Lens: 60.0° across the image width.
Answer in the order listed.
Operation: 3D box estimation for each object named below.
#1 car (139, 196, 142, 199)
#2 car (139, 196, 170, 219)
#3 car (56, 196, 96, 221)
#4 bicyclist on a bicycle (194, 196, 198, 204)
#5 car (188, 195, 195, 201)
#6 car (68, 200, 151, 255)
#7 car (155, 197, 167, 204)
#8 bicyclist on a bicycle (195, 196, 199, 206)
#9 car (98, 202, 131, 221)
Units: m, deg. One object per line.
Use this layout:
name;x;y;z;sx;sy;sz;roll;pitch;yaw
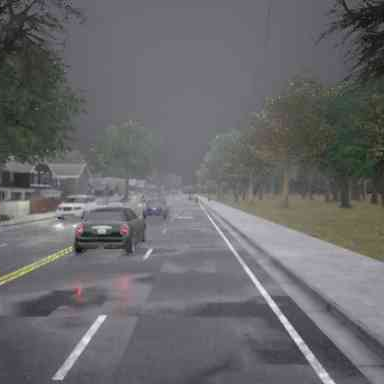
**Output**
car;-9.760;1.593;68.593;2.097;1.767;4.553;0;0;0
car;-3.158;1.458;30.069;2.097;1.767;4.553;0;0;0
car;-9.853;1.327;28.969;2.150;2.045;5.566;0;-1;0
bicyclist on a bicycle;0.880;1.680;69.276;0.866;1.612;1.509;0;0;0
car;-0.012;1.694;87.780;1.812;1.442;4.674;0;0;0
car;-3.158;1.400;13.771;2.097;1.767;4.553;0;0;0
car;-6.511;1.777;70.019;1.994;1.385;4.181;0;0;0
bicyclist on a bicycle;0.886;1.663;60.278;0.582;1.620;1.656;0;0;0
car;-6.597;1.628;28.774;1.812;1.442;4.674;0;0;0
